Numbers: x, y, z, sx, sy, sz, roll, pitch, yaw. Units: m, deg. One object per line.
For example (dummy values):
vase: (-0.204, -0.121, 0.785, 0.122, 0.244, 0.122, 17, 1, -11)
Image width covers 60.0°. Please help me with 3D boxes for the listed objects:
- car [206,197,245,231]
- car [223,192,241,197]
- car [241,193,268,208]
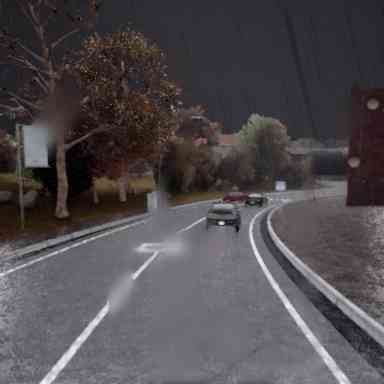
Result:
car: (1.963, 1.323, 19.648, 1.837, 1.490, 4.892, 1, 1, 10)
car: (5.475, 0.697, 42.496, 1.895, 1.301, 4.718, 3, 3, 25)
car: (7.319, 0.855, 37.420, 1.882, 1.535, 5.008, 2, 3, 22)
